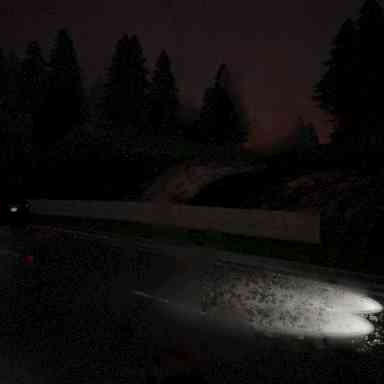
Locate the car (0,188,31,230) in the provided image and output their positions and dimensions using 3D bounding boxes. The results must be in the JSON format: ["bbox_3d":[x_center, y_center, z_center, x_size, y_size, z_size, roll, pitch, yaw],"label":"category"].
[{"bbox_3d":[-10.318,0.816,16.364,5.566,2.045,2.150,2,0,31],"label":"car"}]
